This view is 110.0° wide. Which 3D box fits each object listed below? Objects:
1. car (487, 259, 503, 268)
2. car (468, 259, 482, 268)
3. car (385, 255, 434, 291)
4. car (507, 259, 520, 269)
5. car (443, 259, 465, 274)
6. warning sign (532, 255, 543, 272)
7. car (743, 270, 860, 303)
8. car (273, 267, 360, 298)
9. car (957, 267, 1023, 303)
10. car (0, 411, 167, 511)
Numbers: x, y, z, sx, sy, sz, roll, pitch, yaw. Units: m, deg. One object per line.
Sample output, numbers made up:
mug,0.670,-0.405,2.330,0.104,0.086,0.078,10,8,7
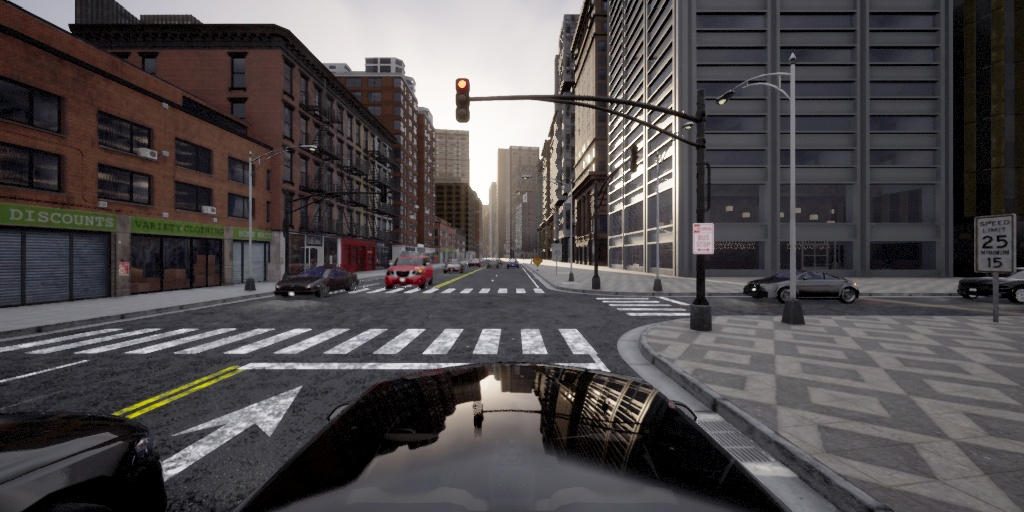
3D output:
car,-3.027,1.208,58.916,2.128,1.511,4.902,0,0,0
car,-6.380,1.193,62.181,1.882,1.535,5.008,0,0,0
car,-6.250,0.971,22.413,2.150,2.045,5.566,0,0,-5
car,0.160,1.244,57.357,1.812,1.442,4.674,0,0,1
car,-6.515,1.297,40.660,1.994,1.385,4.181,0,0,0
warning sign,2.934,0.848,41.273,1.300,1.860,1.060,0,0,0
car,12.892,1.328,16.139,4.181,1.385,1.994,0,0,0
car,-9.815,1.296,18.618,2.033,1.411,5.357,0,0,0
car,23.189,1.247,16.073,5.008,1.535,1.882,0,0,0
car,-3.152,1.241,0.283,2.128,1.511,4.902,0,0,0
